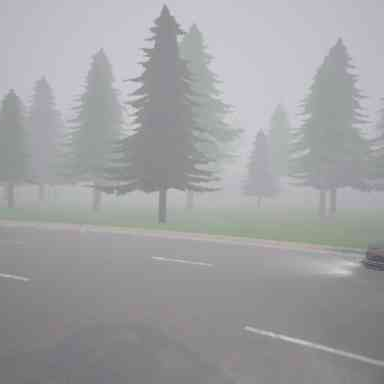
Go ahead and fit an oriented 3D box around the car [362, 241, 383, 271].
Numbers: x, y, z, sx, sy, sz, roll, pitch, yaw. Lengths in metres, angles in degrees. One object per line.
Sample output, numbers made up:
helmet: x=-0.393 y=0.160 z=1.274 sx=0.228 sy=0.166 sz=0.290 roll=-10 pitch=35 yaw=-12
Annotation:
car: x=7.031 y=1.574 z=7.723 sx=5.357 sy=1.411 sz=2.033 roll=2 pitch=1 yaw=36
